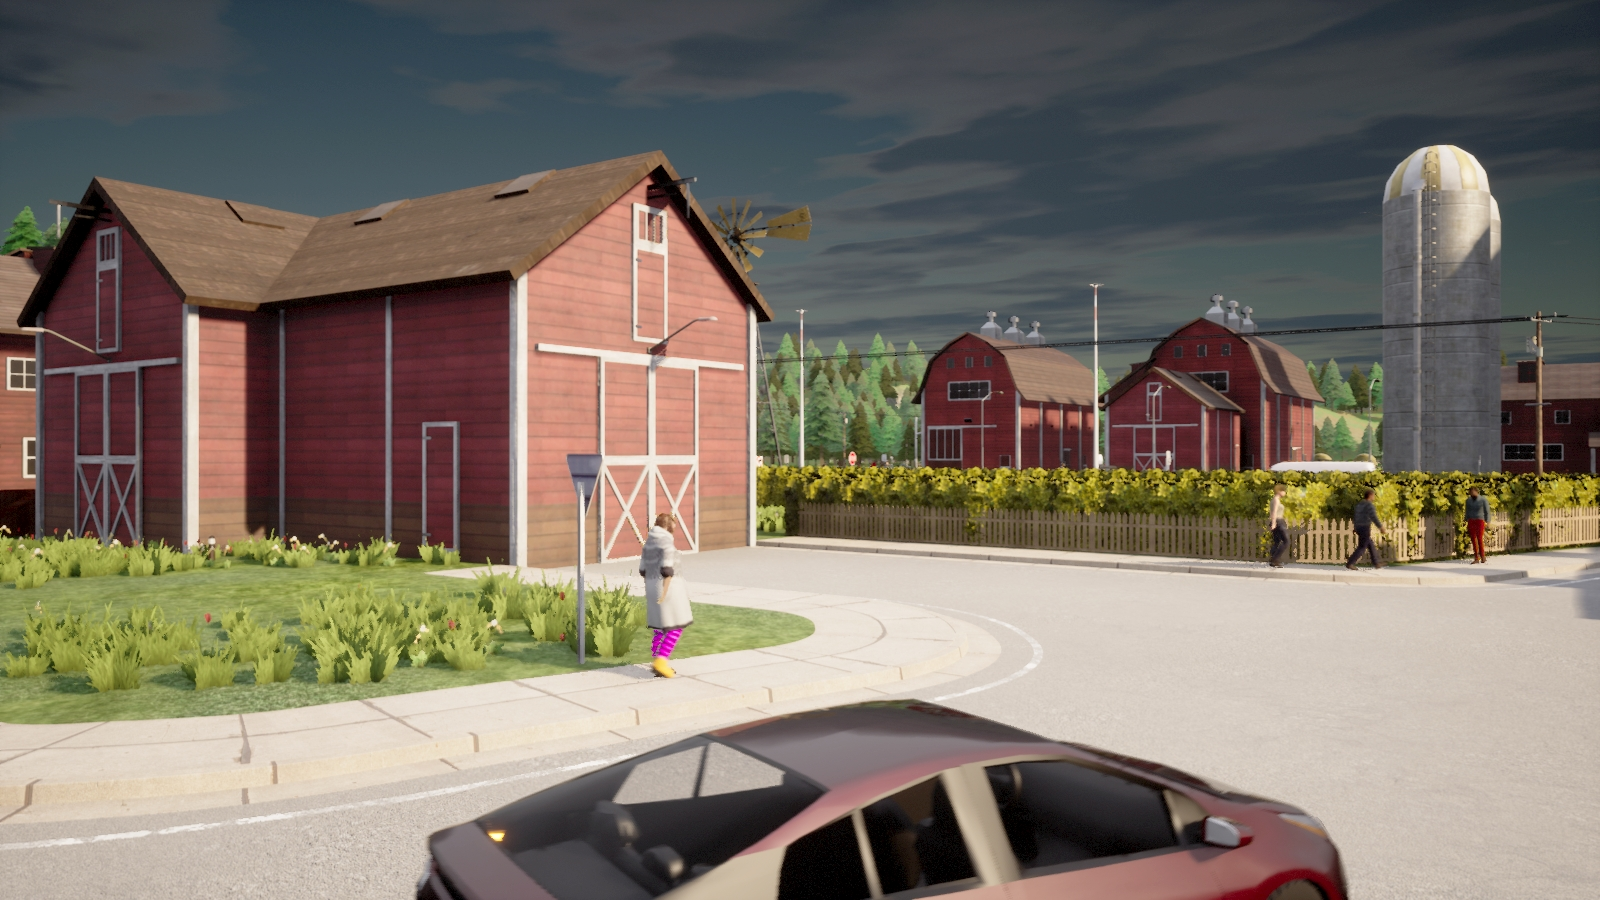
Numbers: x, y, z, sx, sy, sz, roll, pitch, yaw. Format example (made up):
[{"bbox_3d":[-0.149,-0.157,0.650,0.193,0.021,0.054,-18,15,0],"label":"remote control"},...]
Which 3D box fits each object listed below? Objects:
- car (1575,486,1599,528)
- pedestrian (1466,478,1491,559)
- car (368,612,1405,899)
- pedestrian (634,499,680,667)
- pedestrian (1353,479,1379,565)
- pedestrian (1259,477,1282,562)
[{"bbox_3d":[31.529,2.135,42.037,4.902,1.511,2.128,0,0,32],"label":"car"},{"bbox_3d":[15.948,1.604,26.862,0.375,1.860,0.375,0,0,-33],"label":"pedestrian"},{"bbox_3d":[0.592,1.844,5.304,4.514,1.525,2.007,-1,1,-34],"label":"car"},{"bbox_3d":[-1.630,1.498,13.019,0.375,1.860,0.375,0,0,-41],"label":"pedestrian"},{"bbox_3d":[12.328,1.563,24.894,0.375,1.860,0.375,0,0,0],"label":"pedestrian"},{"bbox_3d":[10.352,1.521,25.148,0.375,1.860,0.375,0,0,9],"label":"pedestrian"}]
